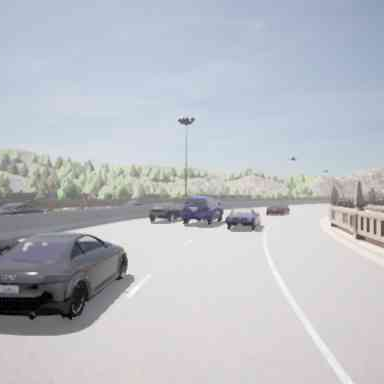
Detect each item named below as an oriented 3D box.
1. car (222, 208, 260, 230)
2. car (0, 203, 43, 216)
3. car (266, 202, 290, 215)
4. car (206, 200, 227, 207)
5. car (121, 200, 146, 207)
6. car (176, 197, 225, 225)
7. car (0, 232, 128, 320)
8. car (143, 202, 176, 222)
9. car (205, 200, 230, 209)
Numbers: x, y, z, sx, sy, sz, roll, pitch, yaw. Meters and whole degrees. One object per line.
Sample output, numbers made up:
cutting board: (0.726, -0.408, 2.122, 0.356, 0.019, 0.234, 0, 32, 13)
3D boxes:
car: (3.605, 1.771, 22.853, 1.895, 1.301, 4.718, 0, 0, 16)
car: (-13.822, 1.628, 25.962, 1.837, 1.490, 4.892, 0, -1, 15)
car: (10.006, 1.899, 38.507, 1.994, 1.385, 4.181, 0, -1, 28)
car: (4.754, 2.115, 63.778, 1.895, 1.301, 4.718, 0, -1, 33)
car: (-8.375, 1.870, 49.080, 2.128, 1.511, 4.902, 0, -1, 28)
car: (0.924, 1.407, 26.039, 2.150, 2.045, 5.566, 0, -1, 17)
car: (-2.871, 1.594, 7.522, 1.994, 1.385, 4.181, 0, 0, 5)
car: (-1.981, 1.698, 28.224, 1.837, 1.490, 4.892, 0, -1, 18)
car: (4.392, 2.064, 56.711, 2.033, 1.411, 5.357, 0, -1, 33)
